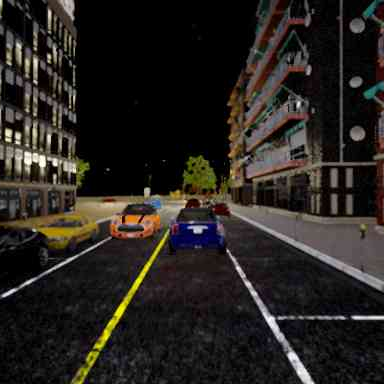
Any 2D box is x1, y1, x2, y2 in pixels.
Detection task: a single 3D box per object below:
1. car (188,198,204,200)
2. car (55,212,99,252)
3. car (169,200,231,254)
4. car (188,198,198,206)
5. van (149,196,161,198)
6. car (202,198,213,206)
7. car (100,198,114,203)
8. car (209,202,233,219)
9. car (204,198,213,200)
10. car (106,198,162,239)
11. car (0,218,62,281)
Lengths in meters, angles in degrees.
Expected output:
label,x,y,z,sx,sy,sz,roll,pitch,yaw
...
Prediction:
label,x,y,z,sx,sy,sz,roll,pitch,yaw
car,0.161,1.616,41.831,1.882,1.535,5.008,0,0,0
car,-5.293,1.573,14.091,1.752,1.417,4.829,0,0,0
car,0.156,1.398,13.859,2.097,1.767,4.553,0,0,-1
car,0.185,1.717,58.144,1.812,1.442,4.674,0,0,0
van,-5.274,1.498,47.458,1.690,1.788,3.998,0,0,0
car,2.786,1.745,60.849,1.887,1.381,4.507,0,0,0
car,-20.469,2.090,81.688,4.206,1.307,1.802,-1,0,0
car,2.612,1.684,30.815,1.802,1.307,4.206,0,0,0
car,2.620,1.671,36.342,2.008,1.369,4.403,0,0,0
car,-2.825,1.411,17.565,2.097,1.767,4.553,0,0,0
car,-5.301,1.596,8.728,1.947,1.339,4.313,0,0,0
